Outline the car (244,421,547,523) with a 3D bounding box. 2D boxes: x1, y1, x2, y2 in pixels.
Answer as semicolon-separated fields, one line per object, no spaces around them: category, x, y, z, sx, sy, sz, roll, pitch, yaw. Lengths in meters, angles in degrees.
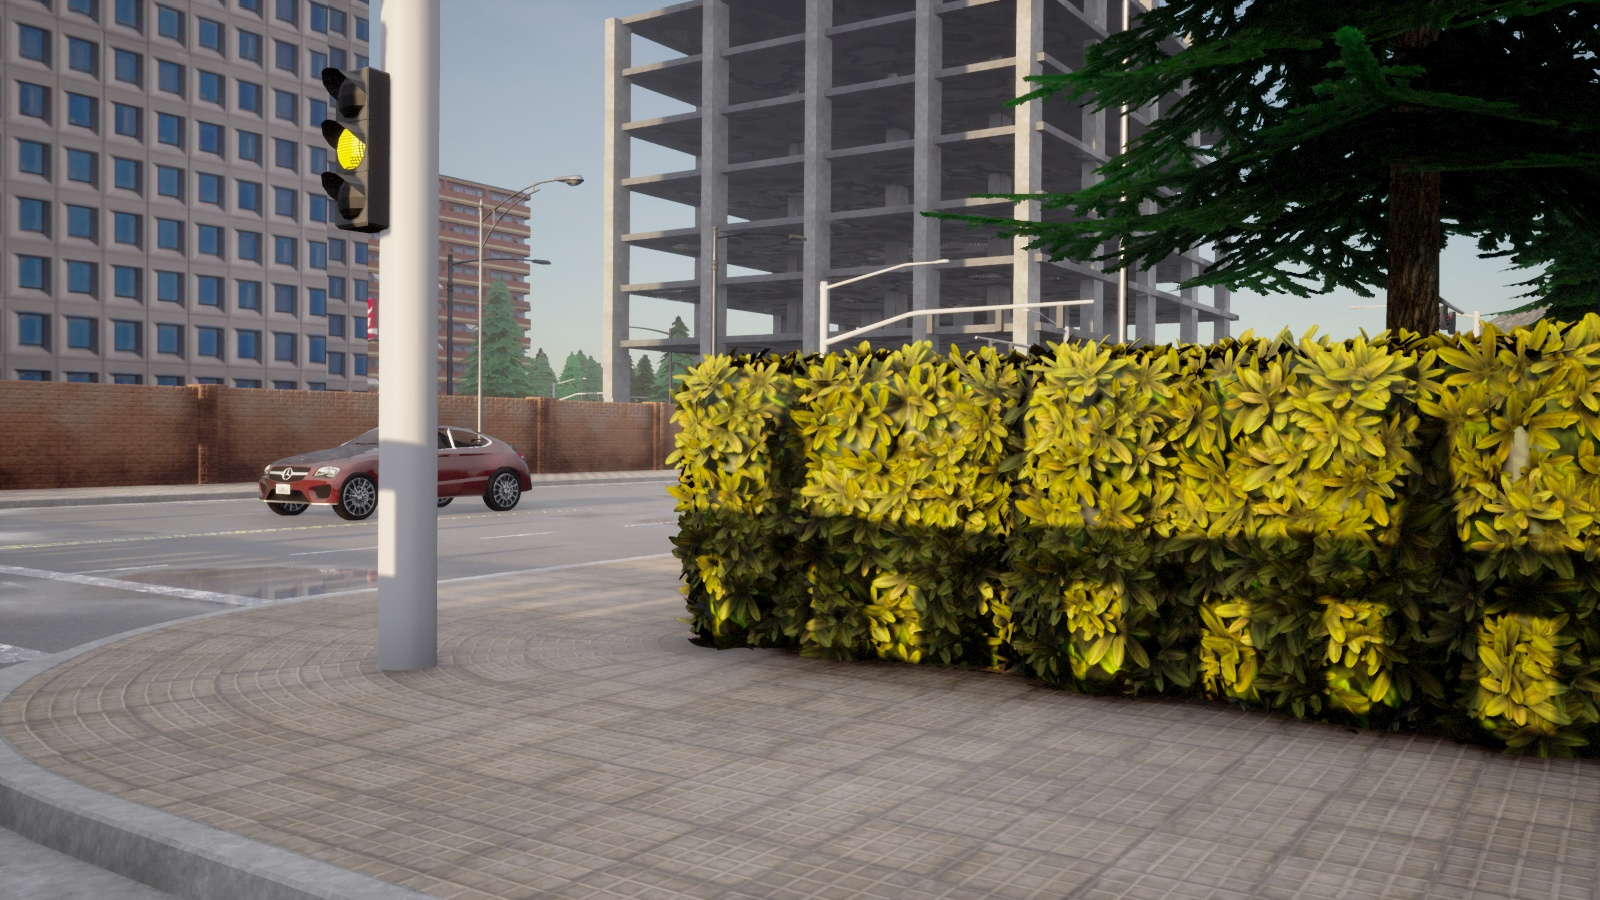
car;-7.250;0.316;23.069;2.152;1.651;5.027;0;1;33
